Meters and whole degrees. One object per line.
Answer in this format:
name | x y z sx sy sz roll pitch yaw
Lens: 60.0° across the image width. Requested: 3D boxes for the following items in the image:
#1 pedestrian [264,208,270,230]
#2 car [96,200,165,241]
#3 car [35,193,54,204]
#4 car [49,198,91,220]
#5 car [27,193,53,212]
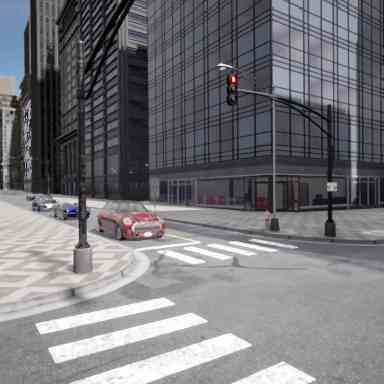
pedestrian | 3.902 1.372 17.255 0.500 1.100 0.500 0 0 -34
car | -3.138 1.245 16.448 2.097 1.767 4.553 -1 1 -33
car | -22.871 0.949 51.438 1.837 1.490 4.892 -1 1 -34
car | -9.429 1.391 25.848 1.895 1.301 4.718 -1 1 -34
car | -15.386 1.177 34.676 2.128 1.511 4.902 -1 1 -34
